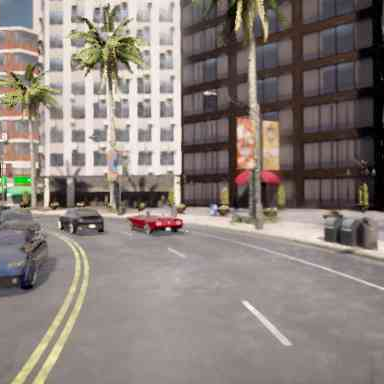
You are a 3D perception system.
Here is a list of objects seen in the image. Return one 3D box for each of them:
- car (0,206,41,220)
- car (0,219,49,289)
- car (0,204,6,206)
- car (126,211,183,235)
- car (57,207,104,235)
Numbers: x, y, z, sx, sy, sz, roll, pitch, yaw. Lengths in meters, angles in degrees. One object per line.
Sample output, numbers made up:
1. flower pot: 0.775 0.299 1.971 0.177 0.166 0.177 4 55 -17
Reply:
1. car: -9.518 1.722 18.074 1.837 1.490 4.892 0 -1 -35
2. car: -5.170 1.677 9.084 1.994 1.385 4.181 0 0 -16
3. car: -22.531 1.998 37.642 4.674 1.442 1.812 -1 -1 26
4. car: -2.451 1.781 20.360 1.895 1.301 4.718 0 -1 -31
5. car: -7.021 1.725 20.833 1.837 1.490 4.892 1 -1 -35
